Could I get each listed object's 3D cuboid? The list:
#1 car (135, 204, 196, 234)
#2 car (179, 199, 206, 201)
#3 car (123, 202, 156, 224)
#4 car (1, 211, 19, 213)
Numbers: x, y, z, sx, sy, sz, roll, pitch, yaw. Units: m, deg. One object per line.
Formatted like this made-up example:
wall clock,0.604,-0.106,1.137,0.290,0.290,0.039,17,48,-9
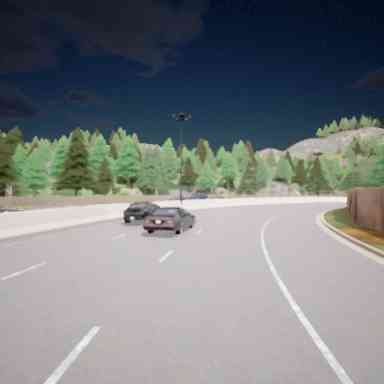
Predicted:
car,-1.155,1.542,19.124,2.033,1.411,5.357,0,0,12
car,0.685,1.227,58.541,2.150,2.045,5.566,0,0,34
car,-3.355,1.488,24.465,1.837,1.490,4.892,0,0,15
car,-12.085,1.484,18.957,2.033,1.411,5.357,0,0,11
